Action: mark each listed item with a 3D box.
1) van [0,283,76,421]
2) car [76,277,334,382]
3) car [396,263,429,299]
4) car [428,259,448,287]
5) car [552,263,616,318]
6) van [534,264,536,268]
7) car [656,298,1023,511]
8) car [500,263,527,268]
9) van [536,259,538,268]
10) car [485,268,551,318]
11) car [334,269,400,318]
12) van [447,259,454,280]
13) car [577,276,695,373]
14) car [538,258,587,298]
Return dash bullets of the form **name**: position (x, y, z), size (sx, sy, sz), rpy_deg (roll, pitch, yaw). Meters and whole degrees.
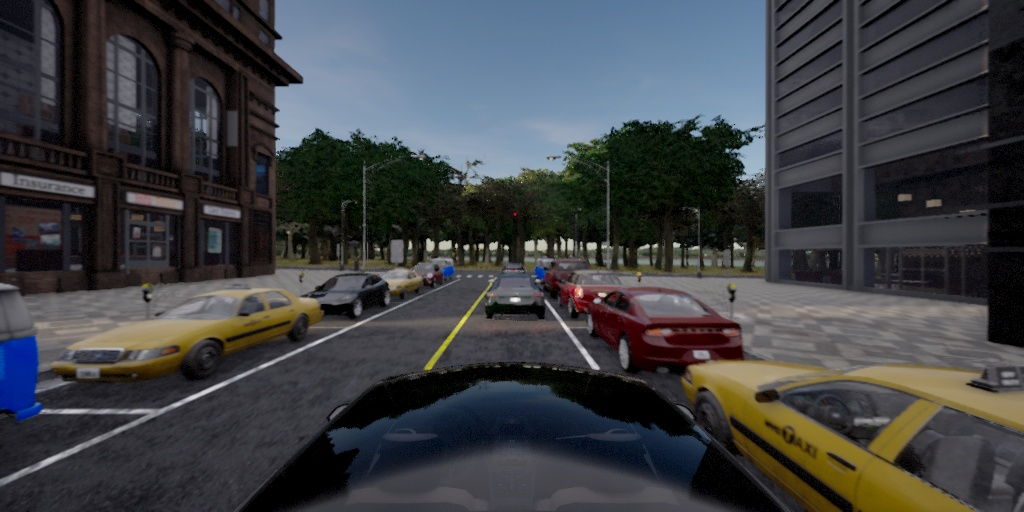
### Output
- **van**: position (-5.764, 1.090, 2.019), size (1.690, 1.789, 3.998), rpy_deg (0, 0, 0)
- **car**: position (-5.764, 1.275, 7.287), size (1.751, 1.417, 4.829), rpy_deg (0, 0, 0)
- **car**: position (-5.765, 1.277, 18.162), size (1.751, 1.417, 4.829), rpy_deg (0, 0, 0)
- **car**: position (-5.765, 1.193, 23.769), size (1.967, 1.591, 4.097), rpy_deg (0, 0, 0)
- **car**: position (2.761, 1.191, 12.894), size (1.967, 1.591, 4.097), rpy_deg (0, 0, 0)
- **van**: position (2.760, 1.096, 29.207), size (1.690, 1.789, 3.998), rpy_deg (0, 0, 0)
- **car**: position (2.761, 1.276, 2.189), size (1.751, 1.417, 4.829), rpy_deg (0, 0, 0)
- **car**: position (0.099, 1.245, 27.257), size (2.128, 1.511, 4.902), rpy_deg (0, 0, 0)
- **van**: position (2.760, 1.095, 23.770), size (1.690, 1.789, 3.998), rpy_deg (0, 0, 0)
- **car**: position (0.099, 1.315, 13.000), size (1.994, 1.385, 4.181), rpy_deg (0, 0, 0)
- **car**: position (-5.765, 1.316, 12.894), size (1.948, 1.339, 4.313), rpy_deg (0, 0, 0)
- **van**: position (-5.765, 1.095, 29.207), size (1.690, 1.789, 3.998), rpy_deg (0, 0, 0)
- **car**: position (2.761, 1.296, 7.457), size (1.888, 1.381, 4.507), rpy_deg (0, 0, 0)
- **car**: position (2.761, 1.067, 18.332), size (2.192, 1.841, 5.009), rpy_deg (0, 0, 0)
